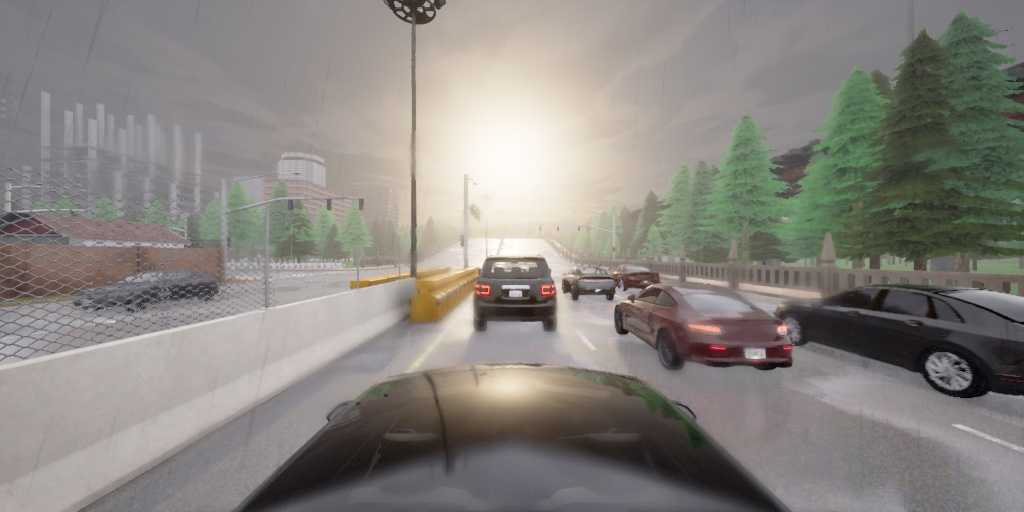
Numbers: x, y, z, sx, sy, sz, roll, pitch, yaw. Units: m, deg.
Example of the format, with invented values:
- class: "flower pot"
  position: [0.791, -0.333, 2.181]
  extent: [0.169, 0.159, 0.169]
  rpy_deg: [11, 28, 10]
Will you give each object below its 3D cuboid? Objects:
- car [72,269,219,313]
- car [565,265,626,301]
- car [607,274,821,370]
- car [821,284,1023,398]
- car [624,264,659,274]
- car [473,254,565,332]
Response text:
- class: "car"
  position: [-14.091, 1.276, 14.232]
  extent: [1.812, 1.442, 4.674]
  rpy_deg: [0, 0, 0]
- class: "car"
  position: [3.585, 1.242, 17.416]
  extent: [2.128, 1.511, 4.902]
  rpy_deg: [0, 0, 0]
- class: "car"
  position: [3.597, 1.276, 7.595]
  extent: [1.812, 1.442, 4.674]
  rpy_deg: [0, 0, 0]
- class: "car"
  position: [7.095, 1.257, 6.481]
  extent: [1.837, 1.490, 4.892]
  rpy_deg: [0, 1, 0]
- class: "car"
  position: [7.080, 1.228, 21.454]
  extent: [1.882, 1.535, 5.008]
  rpy_deg: [0, 0, 0]
- class: "car"
  position: [0.088, 0.971, 11.038]
  extent: [2.150, 2.045, 5.566]
  rpy_deg: [0, 0, 0]
